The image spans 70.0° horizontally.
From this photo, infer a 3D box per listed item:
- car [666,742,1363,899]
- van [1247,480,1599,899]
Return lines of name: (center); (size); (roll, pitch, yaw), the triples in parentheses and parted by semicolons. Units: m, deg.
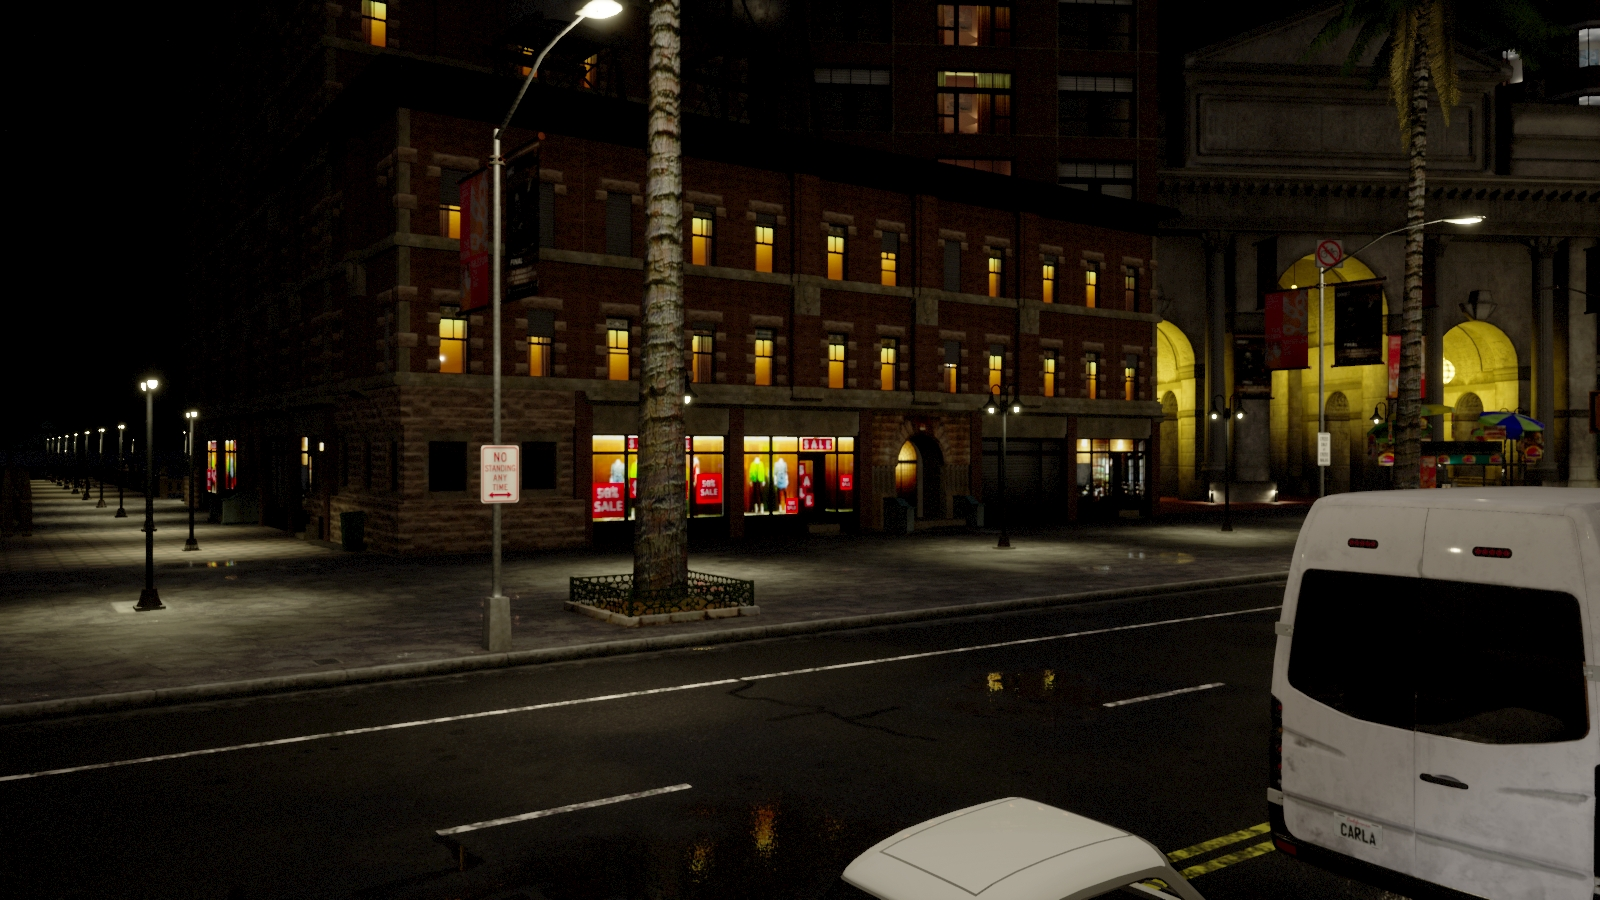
car: (0.827, 2.120, 4.347); (2.207, 1.376, 1.481); (0, 0, -35)
van: (5.722, 1.534, 7.821); (5.915, 2.561, 1.988); (0, 0, -35)
